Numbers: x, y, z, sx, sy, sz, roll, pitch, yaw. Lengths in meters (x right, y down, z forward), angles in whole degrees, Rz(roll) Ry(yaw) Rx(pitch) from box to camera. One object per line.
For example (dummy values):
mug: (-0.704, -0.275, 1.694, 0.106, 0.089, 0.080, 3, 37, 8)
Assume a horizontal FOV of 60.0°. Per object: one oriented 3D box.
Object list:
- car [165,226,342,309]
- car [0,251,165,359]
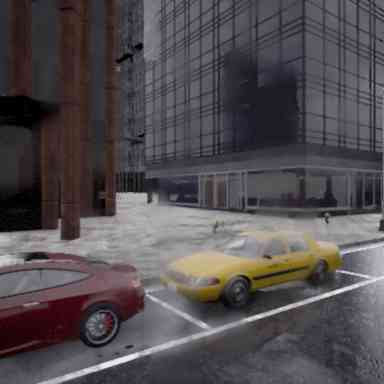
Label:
car: (1.591, 1.508, 7.788, 4.829, 1.417, 1.752, 0, 0, -36)
car: (-2.696, 1.580, 4.727, 4.206, 1.307, 1.802, 0, 0, -36)
